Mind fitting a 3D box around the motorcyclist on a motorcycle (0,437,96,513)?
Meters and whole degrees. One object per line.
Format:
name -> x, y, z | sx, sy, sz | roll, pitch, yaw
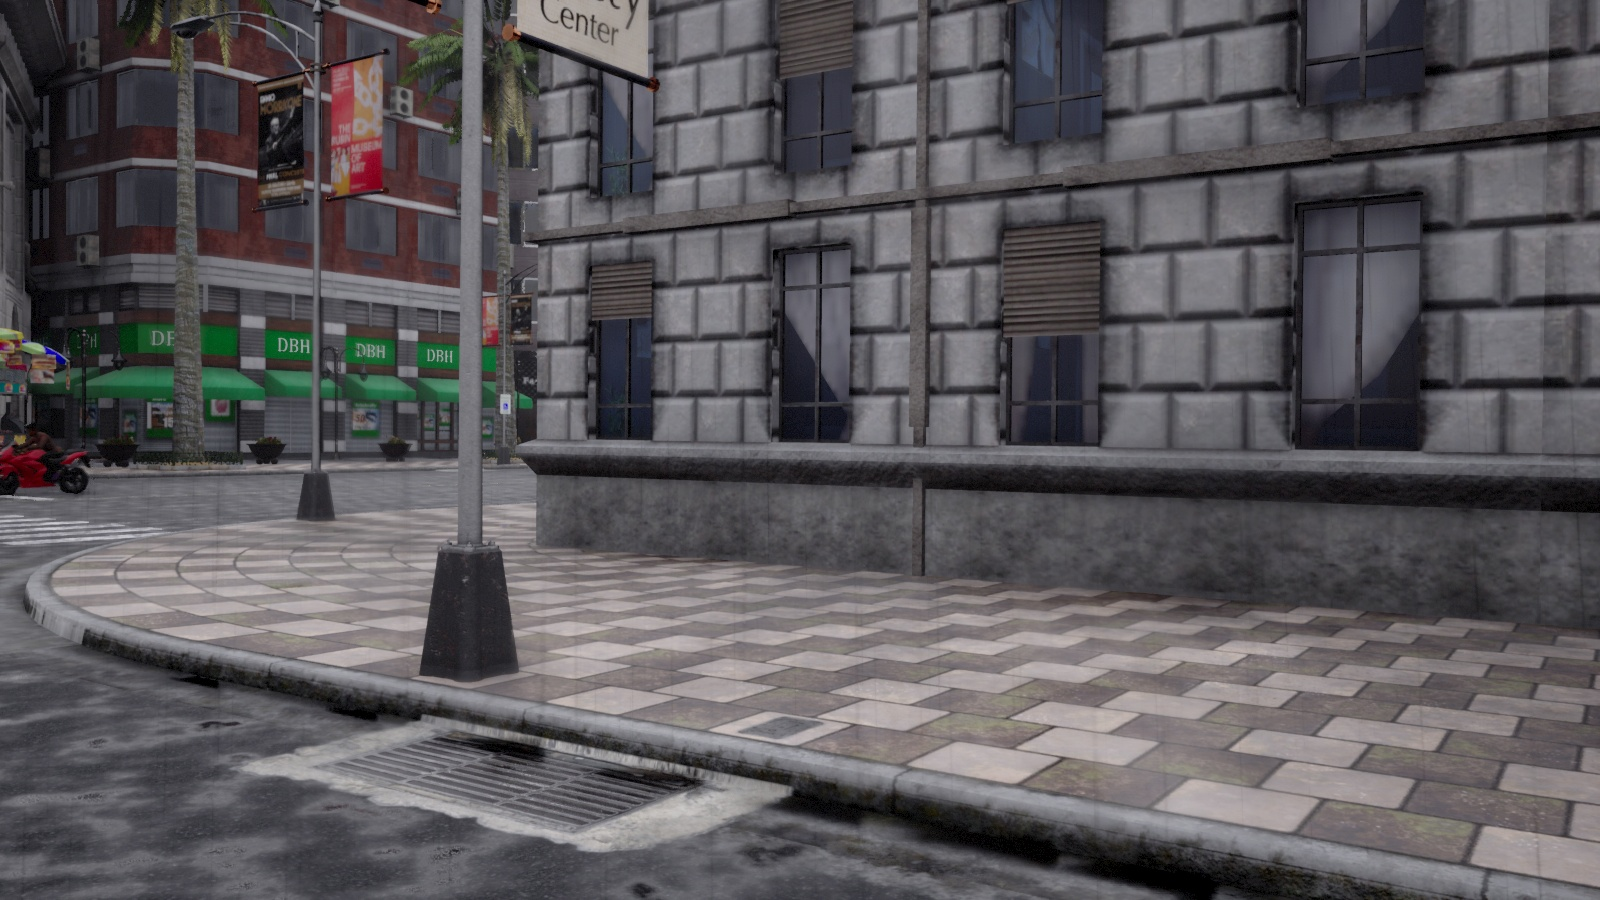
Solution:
motorcyclist on a motorcycle -> -16.098, 0.498, 26.447 | 0.797, 1.523, 2.044 | 0, 1, 34
